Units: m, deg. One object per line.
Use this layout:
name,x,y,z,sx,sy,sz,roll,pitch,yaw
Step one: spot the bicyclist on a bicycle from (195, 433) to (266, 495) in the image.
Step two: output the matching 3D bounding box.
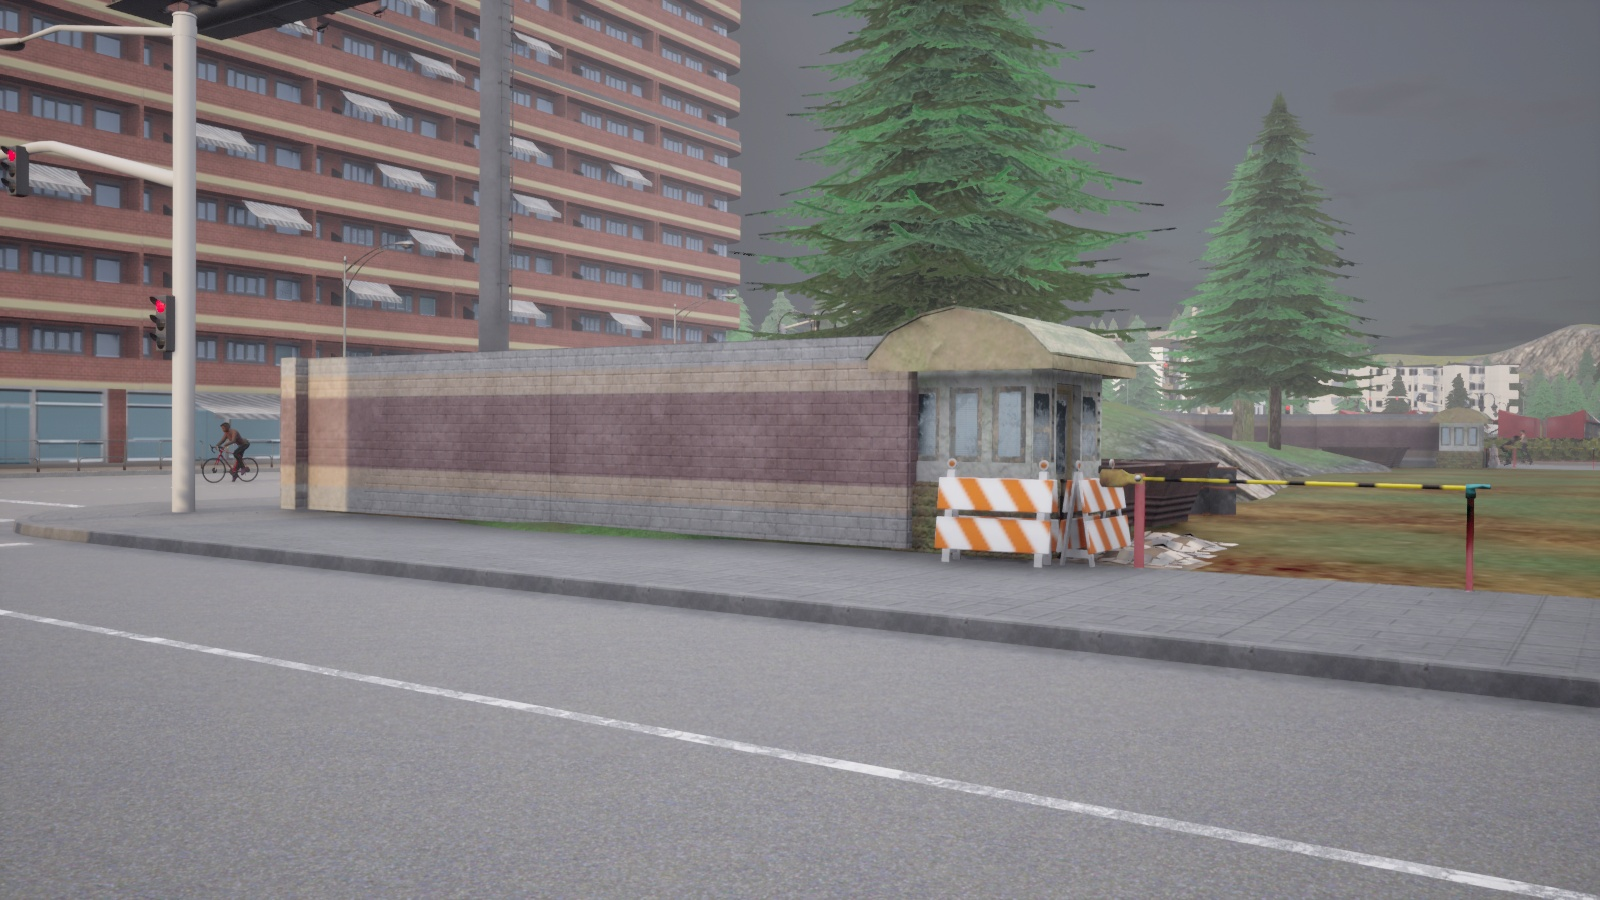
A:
bicyclist on a bicycle,-15.360,0.360,33.906,0.582,1.620,1.656,0,1,33
